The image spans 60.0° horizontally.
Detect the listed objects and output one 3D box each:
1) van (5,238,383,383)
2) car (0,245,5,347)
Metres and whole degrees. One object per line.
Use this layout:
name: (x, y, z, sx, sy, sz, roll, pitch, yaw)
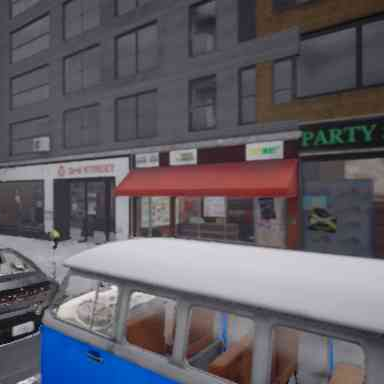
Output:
van: (0.489, 1.344, 2.461, 3.998, 1.788, 1.690, 0, 0, 35)
car: (-3.998, 1.573, 5.659, 4.403, 1.369, 2.008, 0, 0, 35)
